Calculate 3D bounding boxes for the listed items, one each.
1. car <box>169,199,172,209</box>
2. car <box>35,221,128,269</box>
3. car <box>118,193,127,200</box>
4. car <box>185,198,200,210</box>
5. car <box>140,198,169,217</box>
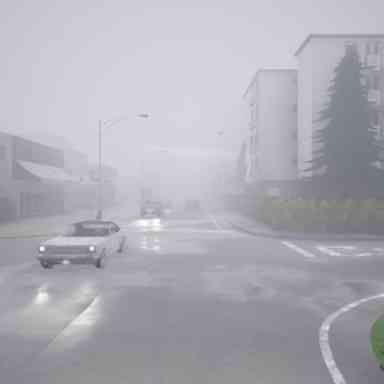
[{"bbox_3d":[-3.665,1.541,44.622,2.033,1.411,5.357,0,0,0],"label":"car"},{"bbox_3d":[-3.620,1.733,11.780,1.895,1.301,4.718,0,0,0],"label":"car"},{"bbox_3d":[-19.085,1.476,91.654,2.007,1.523,4.514,0,0,0],"label":"car"},{"bbox_3d":[0.025,1.485,43.005,2.128,1.511,4.902,0,0,0],"label":"car"},{"bbox_3d":[-3.653,1.488,31.041,2.128,1.511,4.902,0,0,0],"label":"car"}]
